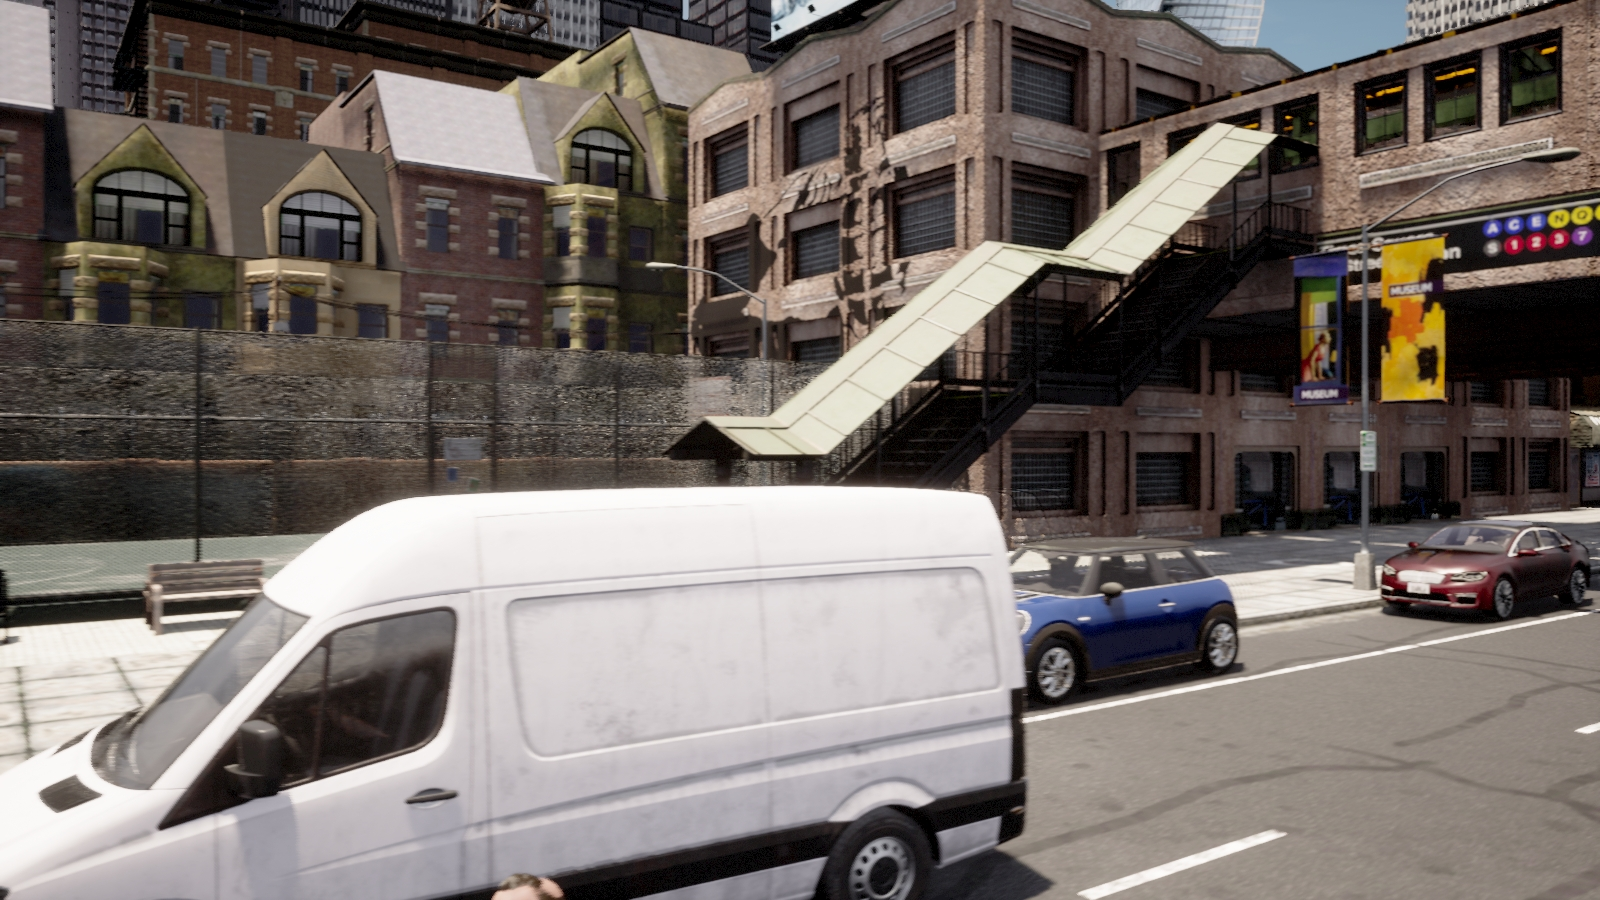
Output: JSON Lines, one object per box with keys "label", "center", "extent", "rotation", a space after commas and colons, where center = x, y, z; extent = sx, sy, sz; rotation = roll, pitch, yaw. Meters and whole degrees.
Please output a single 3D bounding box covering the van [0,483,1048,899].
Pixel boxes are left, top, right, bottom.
{"label": "van", "center": [-1.508, 1.535, 6.531], "extent": [5.915, 2.561, 1.988], "rotation": [0, 0, -30]}
